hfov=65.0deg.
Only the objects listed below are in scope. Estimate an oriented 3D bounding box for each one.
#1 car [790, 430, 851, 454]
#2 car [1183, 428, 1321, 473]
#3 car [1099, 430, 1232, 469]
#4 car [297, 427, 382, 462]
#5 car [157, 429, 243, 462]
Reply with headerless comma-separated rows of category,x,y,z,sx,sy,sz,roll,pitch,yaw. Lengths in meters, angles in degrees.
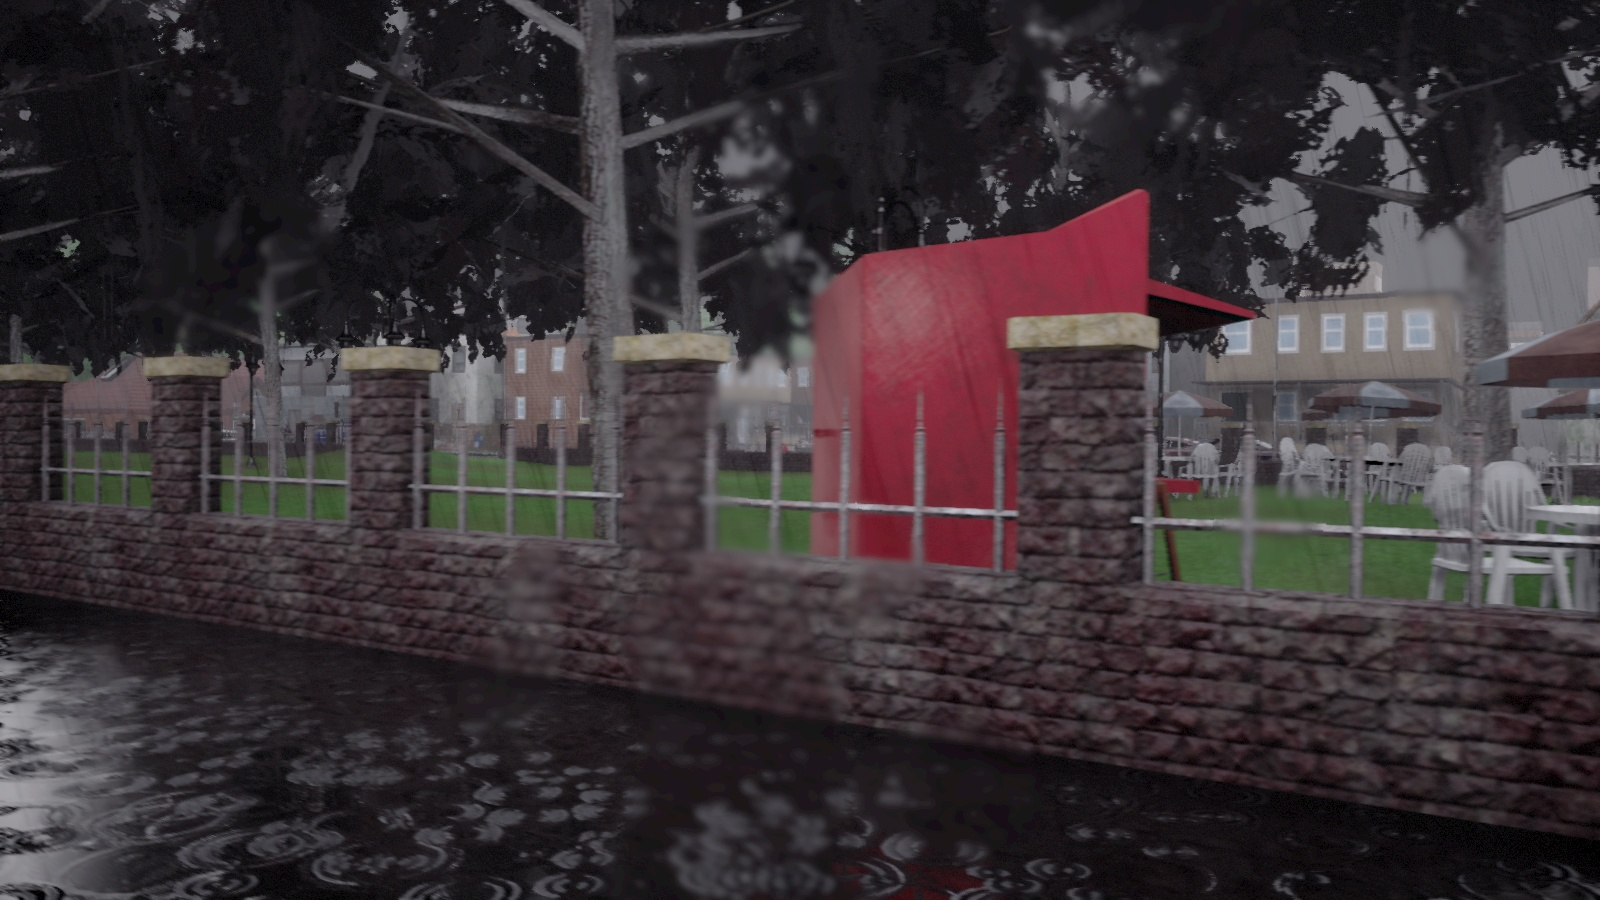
car,1.511,-0.566,88.966,2.033,1.649,4.856,0,1,34
car,15.596,0.011,43.384,4.193,1.474,1.816,0,1,34
car,14.264,-0.043,49.075,4.674,1.442,1.812,0,1,34
car,-28.435,-0.349,77.430,5.566,2.045,2.150,0,1,36
car,-37.608,-0.284,78.708,5.566,2.045,2.150,0,1,31
